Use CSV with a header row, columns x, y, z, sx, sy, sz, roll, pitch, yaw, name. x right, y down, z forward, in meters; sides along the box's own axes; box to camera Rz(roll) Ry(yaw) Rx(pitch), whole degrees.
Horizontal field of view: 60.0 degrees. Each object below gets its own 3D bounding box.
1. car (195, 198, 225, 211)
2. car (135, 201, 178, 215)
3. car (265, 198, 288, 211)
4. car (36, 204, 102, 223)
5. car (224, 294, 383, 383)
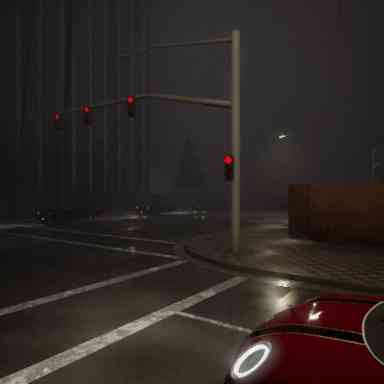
x,y,z,sx,sy,sz,roll,pitch,yaw,name
2.306,1.489,41.820,2.128,1.511,4.902,0,0,36,car
-3.538,1.598,33.610,1.895,1.301,4.718,0,0,35,car
10.683,1.488,41.238,2.128,1.511,4.902,0,0,35,car
-9.319,1.598,25.455,1.895,1.301,4.718,0,0,35,car
2.449,1.352,2.211,4.553,1.767,2.097,0,0,36,car
